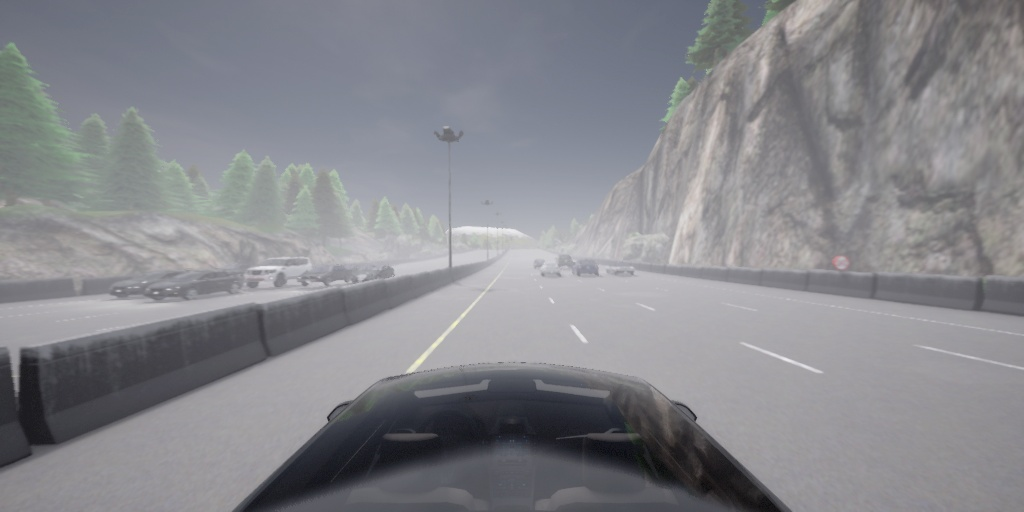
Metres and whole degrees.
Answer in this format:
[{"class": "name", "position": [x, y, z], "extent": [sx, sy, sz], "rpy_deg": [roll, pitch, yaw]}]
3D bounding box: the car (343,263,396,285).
[{"class": "car", "position": [-10.298, 1.305, 26.932], "extent": [2.128, 1.511, 4.902], "rpy_deg": [-1, 0, 1]}]

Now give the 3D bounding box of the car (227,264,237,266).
[{"class": "car", "position": [-20.798, 1.312, 27.074], "extent": [1.994, 1.385, 4.181], "rpy_deg": [-1, 0, 1]}]

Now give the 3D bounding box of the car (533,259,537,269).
[{"class": "car", "position": [4.143, 1.161, 54.652], "extent": [2.033, 1.411, 5.357], "rpy_deg": [-1, 1, 1]}]

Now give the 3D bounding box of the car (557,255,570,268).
[{"class": "car", "position": [7.611, 0.810, 53.160], "extent": [2.150, 2.045, 5.566], "rpy_deg": [-1, 1, 1]}]

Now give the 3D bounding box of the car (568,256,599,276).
[{"class": "car", "position": [7.354, 1.073, 36.549], "extent": [2.097, 1.767, 4.553], "rpy_deg": [-1, 0, 1]}]

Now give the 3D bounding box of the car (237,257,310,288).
[{"class": "car", "position": [-17.301, 1.093, 26.995], "extent": [2.150, 2.045, 5.566], "rpy_deg": [-1, 0, 1]}]

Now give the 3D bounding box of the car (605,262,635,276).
[{"class": "car", "position": [10.853, 1.278, 36.416], "extent": [1.895, 1.301, 4.718], "rpy_deg": [-1, 0, 1]}]

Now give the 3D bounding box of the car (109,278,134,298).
[{"class": "car", "position": [-20.962, 1.611, 21.547], "extent": [1.837, 1.490, 4.892], "rpy_deg": [-1, 0, 1]}]

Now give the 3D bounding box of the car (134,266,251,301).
[{"class": "car", "position": [-17.484, 1.566, 20.057], "extent": [1.837, 1.490, 4.892], "rpy_deg": [-1, 0, 1]}]

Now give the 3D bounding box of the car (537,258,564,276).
[{"class": "car", "position": [3.856, 1.289, 36.742], "extent": [1.812, 1.442, 4.674], "rpy_deg": [-1, 0, 1]}]

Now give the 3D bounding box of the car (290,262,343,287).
[{"class": "car", "position": [-13.797, 1.363, 26.979], "extent": [2.033, 1.411, 5.357], "rpy_deg": [-1, 0, 1]}]
